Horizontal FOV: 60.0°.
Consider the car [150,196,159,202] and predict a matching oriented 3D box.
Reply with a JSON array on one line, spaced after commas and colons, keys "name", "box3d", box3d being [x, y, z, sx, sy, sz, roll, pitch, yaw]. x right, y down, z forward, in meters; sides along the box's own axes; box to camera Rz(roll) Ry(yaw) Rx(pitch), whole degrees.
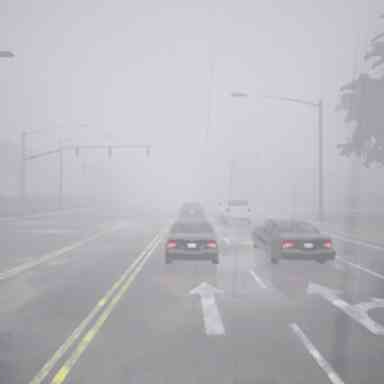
[{"name": "car", "box3d": [-10.537, 1.948, 93.618, 1.882, 1.535, 5.008, 0, 0, 0]}]

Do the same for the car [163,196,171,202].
[{"name": "car", "box3d": [-7.037, 1.970, 93.619, 1.837, 1.490, 4.892, 0, 0, 0]}]

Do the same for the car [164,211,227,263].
[{"name": "car", "box3d": [0.003, 1.676, 12.489, 2.033, 1.411, 5.357, 0, -1, 0]}]

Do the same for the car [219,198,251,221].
[{"name": "car", "box3d": [3.499, 1.507, 27.552, 2.150, 2.045, 5.566, 0, 0, 0]}]

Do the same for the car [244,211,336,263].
[{"name": "car", "box3d": [3.503, 1.676, 12.490, 2.033, 1.411, 5.357, 0, -1, 0]}]

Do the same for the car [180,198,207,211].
[{"name": "car", "box3d": [0.007, 1.641, 28.407, 2.097, 1.767, 4.553, 0, -1, 0]}]
